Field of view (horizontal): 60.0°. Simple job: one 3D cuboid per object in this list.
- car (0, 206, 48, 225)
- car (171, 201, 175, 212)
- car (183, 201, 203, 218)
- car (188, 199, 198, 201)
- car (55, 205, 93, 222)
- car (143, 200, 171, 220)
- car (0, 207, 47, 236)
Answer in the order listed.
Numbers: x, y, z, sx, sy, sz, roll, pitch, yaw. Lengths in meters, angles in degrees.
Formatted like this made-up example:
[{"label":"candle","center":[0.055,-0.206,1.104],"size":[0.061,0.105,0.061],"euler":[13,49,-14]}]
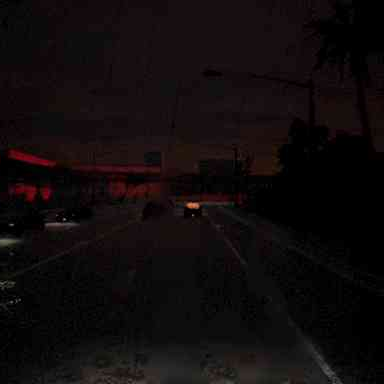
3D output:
[{"label":"car","center":[-14.061,1.926,27.821],"size":[1.895,1.301,4.718],"euler":[0,0,0]},{"label":"car","center":[-3.442,1.902,46.274],"size":[1.882,1.535,5.008],"euler":[0,0,1]},{"label":"car","center":[0.108,1.946,34.038],"size":[1.895,1.301,4.718],"euler":[0,0,0]},{"label":"car","center":[0.111,1.766,45.522],"size":[2.097,1.767,4.553],"euler":[0,0,0]},{"label":"car","center":[-10.544,1.883,30.217],"size":[2.033,1.411,5.357],"euler":[0,0,1]},{"label":"car","center":[-3.482,1.693,32.613],"size":[2.097,1.767,4.553],"euler":[0,0,0]},{"label":"car","center":[-10.587,1.793,20.330],"size":[1.812,1.442,4.674],"euler":[0,0,0]}]
